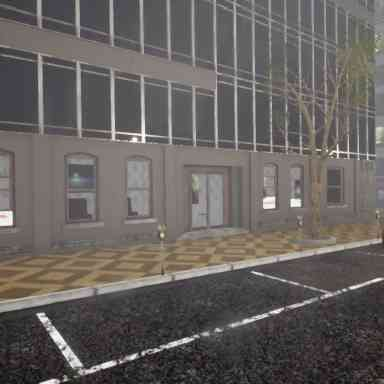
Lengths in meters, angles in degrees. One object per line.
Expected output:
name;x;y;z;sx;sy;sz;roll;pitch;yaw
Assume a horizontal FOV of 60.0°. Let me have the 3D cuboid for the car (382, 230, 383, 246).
car;9.329;1.436;13.248;4.097;1.590;1.967;0;-1;-36
